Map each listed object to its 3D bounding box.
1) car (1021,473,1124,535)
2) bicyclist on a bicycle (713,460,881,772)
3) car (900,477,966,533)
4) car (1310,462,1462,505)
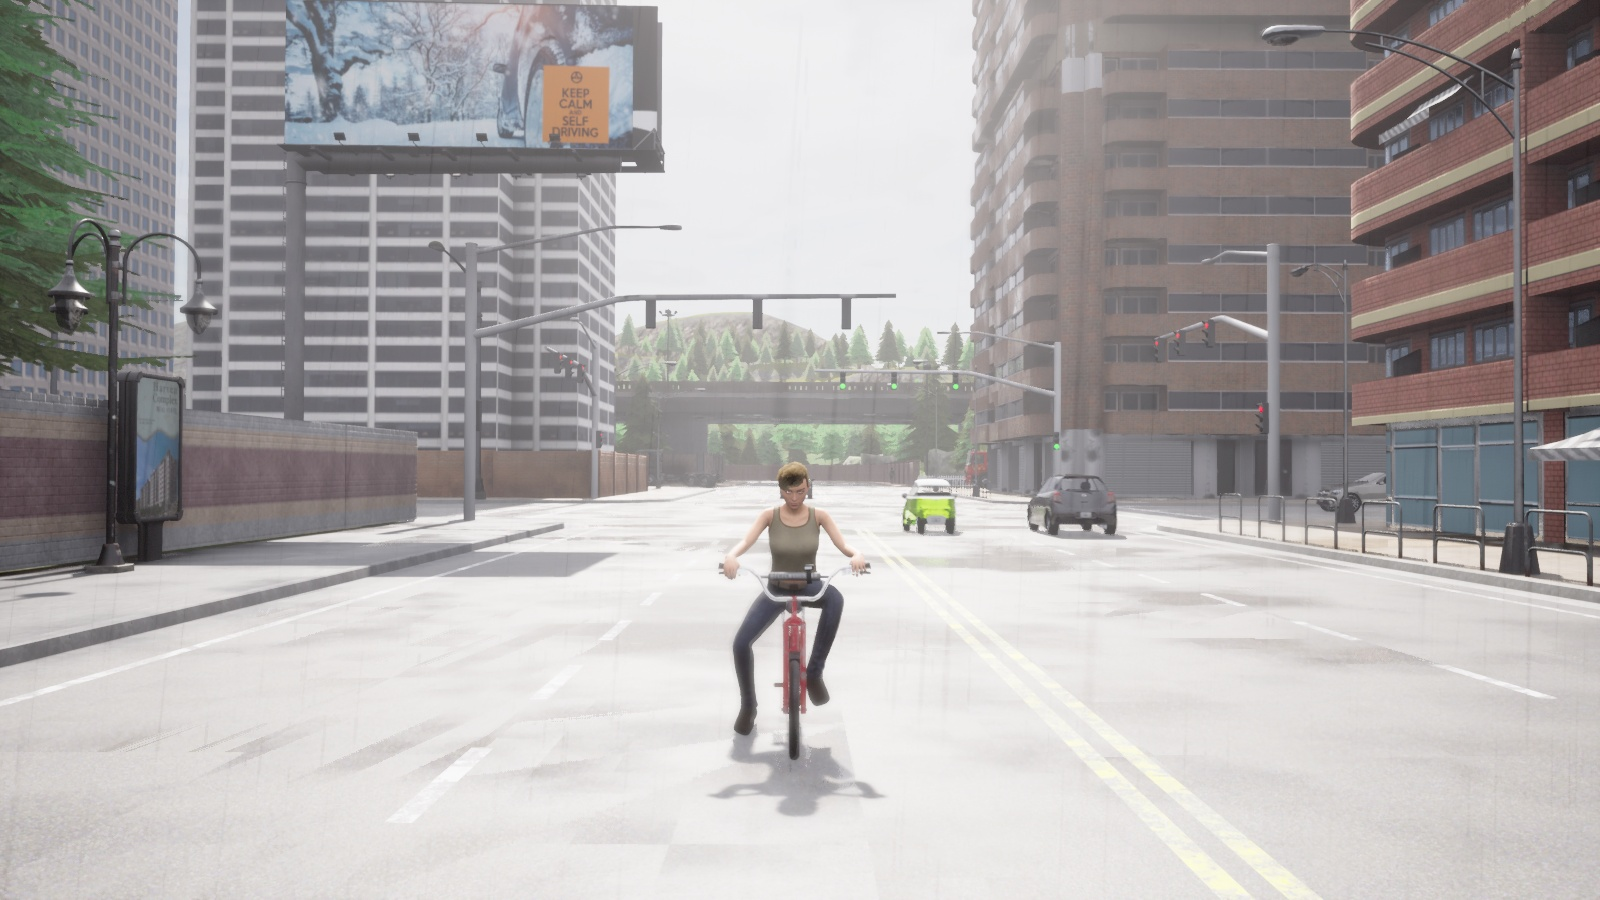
[{"bbox_3d":[6.918,1.342,32.267,1.845,1.501,3.633,0,-1,0],"label":"car"},{"bbox_3d":[-0.027,0.873,7.275,0.866,1.612,1.509,0,-1,-1],"label":"bicyclist on a bicycle"},{"bbox_3d":[3.413,1.401,32.545,1.481,1.376,2.207,0,-1,0],"label":"car"},{"bbox_3d":[23.241,1.337,49.939,5.027,1.651,2.152,0,-1,0],"label":"car"}]
